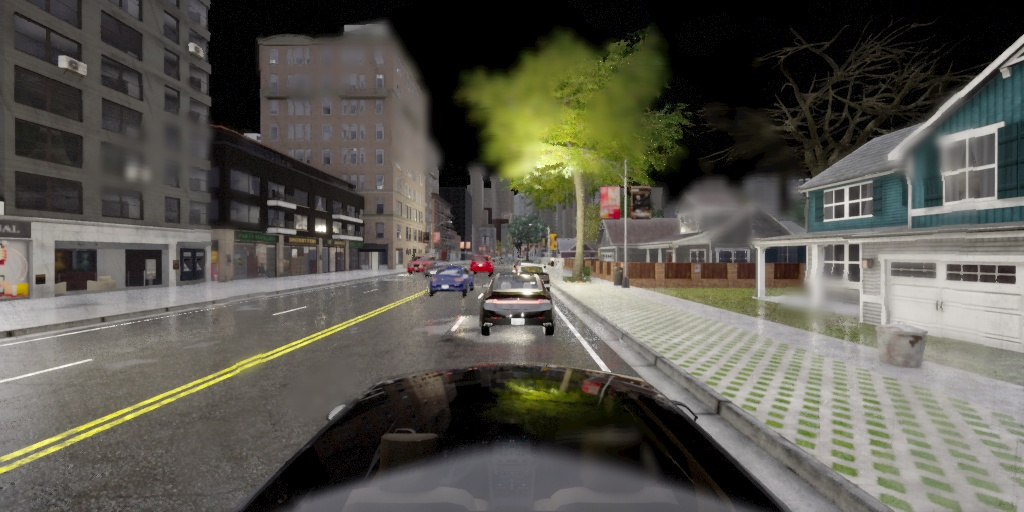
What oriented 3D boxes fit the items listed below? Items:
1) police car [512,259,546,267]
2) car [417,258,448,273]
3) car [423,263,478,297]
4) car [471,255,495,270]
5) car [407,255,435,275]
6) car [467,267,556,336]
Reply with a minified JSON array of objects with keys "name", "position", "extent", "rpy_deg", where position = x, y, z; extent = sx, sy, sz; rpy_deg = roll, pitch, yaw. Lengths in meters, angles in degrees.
[{"name":"police car","position":[1.059,1.164,20.633],"extent":[1.930,1.638,5.238],"rpy_deg":[0,0,0]},{"name":"car","position":[-6.465,1.220,31.729],"extent":[2.128,1.511,4.902],"rpy_deg":[0,0,0]},{"name":"car","position":[-3.074,1.267,18.854],"extent":[1.812,1.442,4.674],"rpy_deg":[0,0,0]},{"name":"car","position":[-2.989,0.945,36.384],"extent":[2.150,2.045,5.566],"rpy_deg":[0,0,0]},{"name":"car","position":[-9.684,0.942,39.034],"extent":[2.150,2.045,5.566],"rpy_deg":[0,0,0]},{"name":"car","position":[0.138,1.238,10.384],"extent":[2.128,1.511,4.902],"rpy_deg":[0,0,0]}]
